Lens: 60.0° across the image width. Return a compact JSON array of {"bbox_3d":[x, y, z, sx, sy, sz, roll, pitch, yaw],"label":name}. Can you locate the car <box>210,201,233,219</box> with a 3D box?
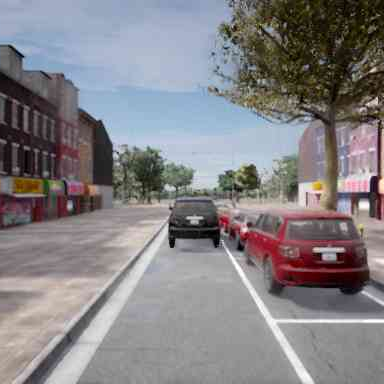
[{"bbox_3d":[2.667,1.622,31.137,1.752,1.417,4.829,0,0,0],"label":"car"}]

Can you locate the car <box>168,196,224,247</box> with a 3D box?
[{"bbox_3d":[0.080,1.266,15.491,2.150,2.045,5.566,0,0,0],"label":"car"}]

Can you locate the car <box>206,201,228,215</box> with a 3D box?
[{"bbox_3d":[2.672,1.671,36.512,2.008,1.369,4.403,0,0,0],"label":"car"}]

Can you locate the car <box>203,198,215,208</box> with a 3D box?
[{"bbox_3d":[2.688,1.721,53.319,1.752,1.417,4.829,0,0,0],"label":"car"}]

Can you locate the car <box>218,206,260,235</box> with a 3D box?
[{"bbox_3d":[2.657,1.603,19.877,1.887,1.381,4.507,0,0,0],"label":"car"}]

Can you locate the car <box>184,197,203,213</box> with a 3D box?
[{"bbox_3d":[0.139,1.489,39.445,2.097,1.767,4.553,0,0,0],"label":"car"}]

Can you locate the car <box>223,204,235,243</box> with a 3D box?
[{"bbox_3d":[2.652,1.483,14.331,1.967,1.590,4.097,0,0,0],"label":"car"}]

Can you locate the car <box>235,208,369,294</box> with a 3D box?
[{"bbox_3d":[2.646,1.341,8.786,2.192,1.841,5.009,0,0,0],"label":"car"}]

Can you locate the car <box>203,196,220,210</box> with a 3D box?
[{"bbox_3d":[2.683,1.485,47.604,2.192,1.841,5.009,0,0,0],"label":"car"}]
